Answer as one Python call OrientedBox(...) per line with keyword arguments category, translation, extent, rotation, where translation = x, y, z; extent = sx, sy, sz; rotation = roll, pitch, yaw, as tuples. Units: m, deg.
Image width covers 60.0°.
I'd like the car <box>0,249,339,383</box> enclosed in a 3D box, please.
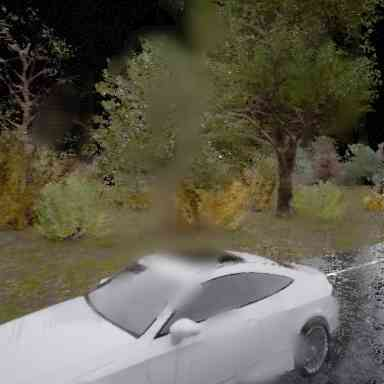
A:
OrientedBox(category="car", translation=(-0.124, 1.493, 3.900), extent=(4.674, 1.442, 1.812), rotation=(-1, 1, -35))
